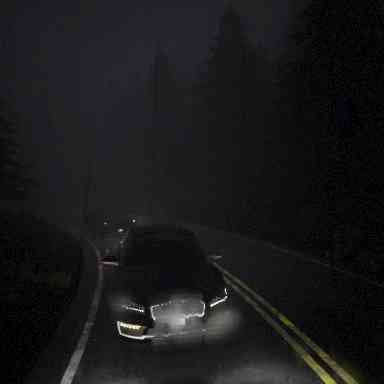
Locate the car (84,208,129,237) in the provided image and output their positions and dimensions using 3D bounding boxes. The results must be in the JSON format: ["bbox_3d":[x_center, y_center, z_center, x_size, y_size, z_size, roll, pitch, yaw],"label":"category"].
[{"bbox_3d":[-4.643,1.613,18.565,1.895,1.301,4.718,-3,1,-29],"label":"car"}]

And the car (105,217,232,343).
[{"bbox_3d":[-0.648,1.495,6.830,1.837,1.490,4.892,-1,0,-11],"label":"car"}]
